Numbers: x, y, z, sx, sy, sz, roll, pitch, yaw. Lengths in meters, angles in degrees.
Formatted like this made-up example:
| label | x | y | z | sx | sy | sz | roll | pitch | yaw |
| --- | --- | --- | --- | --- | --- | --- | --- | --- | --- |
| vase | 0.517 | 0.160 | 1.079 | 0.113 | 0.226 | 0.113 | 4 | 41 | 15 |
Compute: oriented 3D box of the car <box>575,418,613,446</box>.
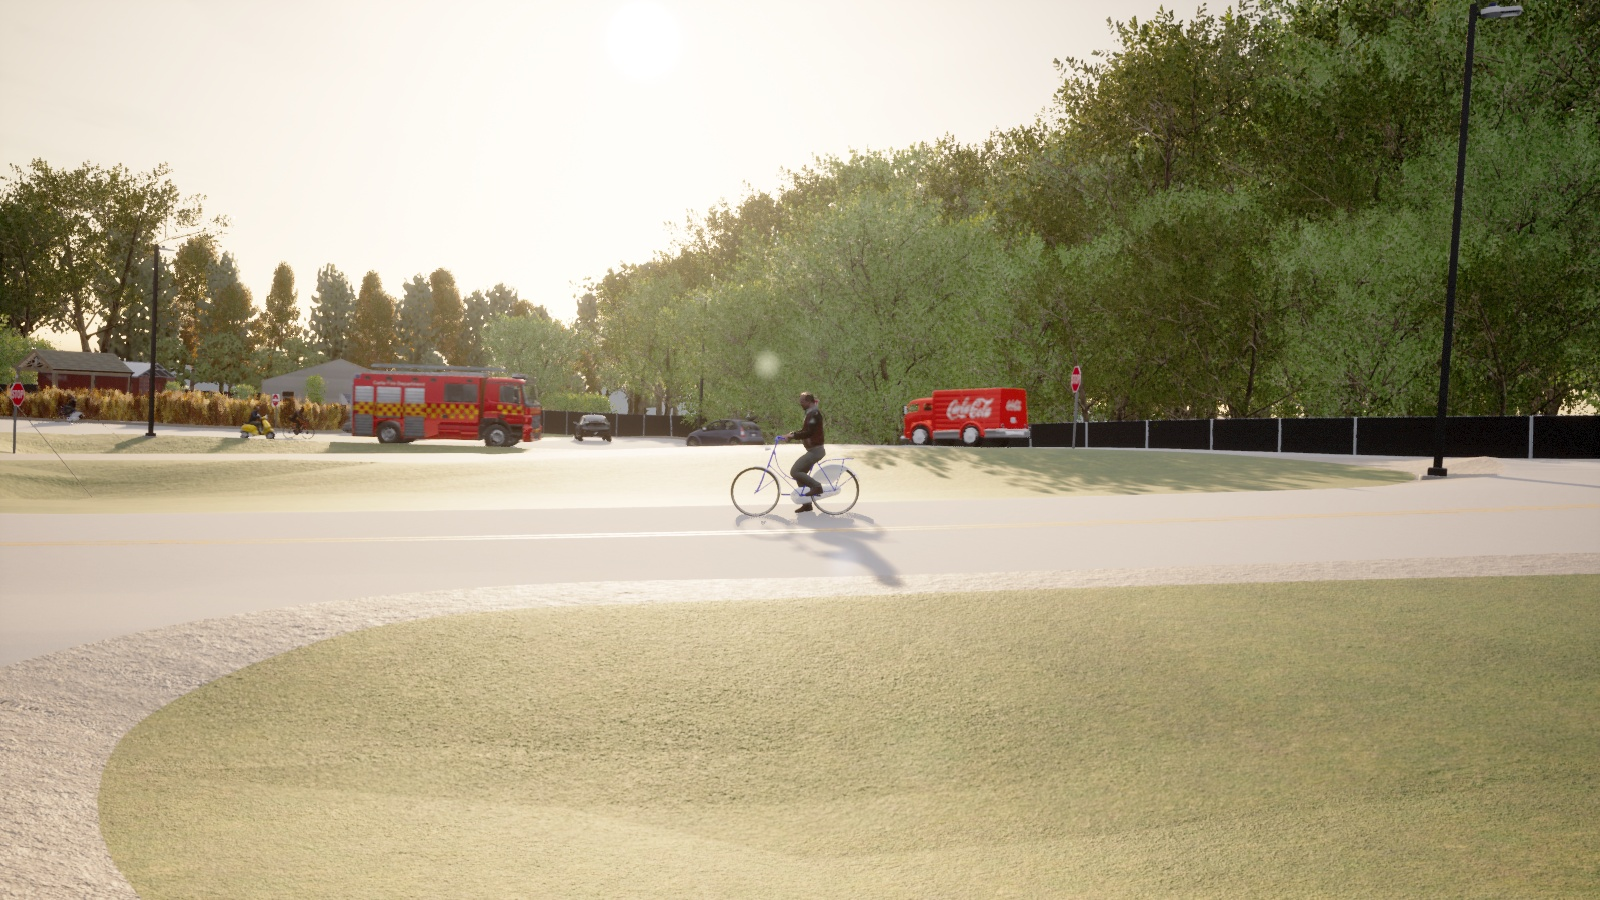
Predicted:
| label | x | y | z | sx | sy | sz | roll | pitch | yaw |
| --- | --- | --- | --- | --- | --- | --- | --- | --- | --- |
| car | -11.961 | -1.054 | 72.631 | 1.837 | 1.490 | 4.892 | -1 | 2 | -13 |

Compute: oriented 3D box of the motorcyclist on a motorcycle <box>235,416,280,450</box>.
| label | x | y | z | sx | sy | sz | roll | pitch | yaw |
| --- | --- | --- | --- | --- | --- | --- | --- | --- | --- |
| motorcyclist on a motorcycle | -25.897 | -0.807 | 59.956 | 1.817 | 1.590 | 0.866 | 1 | 2 | 8 |

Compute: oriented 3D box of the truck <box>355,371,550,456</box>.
| label | x | y | z | sx | sy | sz | roll | pitch | yaw |
| --- | --- | --- | --- | --- | --- | --- | --- | --- | --- |
| truck | -16.459 | -1.773 | 59.898 | 8.468 | 3.827 | 2.891 | 1 | 3 | 0 |

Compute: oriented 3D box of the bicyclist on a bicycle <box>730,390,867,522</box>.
| label | x | y | z | sx | sy | sz | roll | pitch | yaw |
| --- | --- | --- | --- | --- | --- | --- | --- | --- | --- |
| bicyclist on a bicycle | -0.029 | 0.070 | 17.746 | 1.843 | 1.776 | 0.659 | -2 | 3 | -5 |

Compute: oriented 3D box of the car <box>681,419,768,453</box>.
| label | x | y | z | sx | sy | sz | roll | pitch | yaw |
| --- | --- | --- | --- | --- | --- | --- | --- | --- | --- |
| car | -3.716 | -0.669 | 61.534 | 3.988 | 1.617 | 1.851 | 0 | 1 | 38 |

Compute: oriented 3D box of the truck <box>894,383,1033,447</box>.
| label | x | y | z | sx | sy | sz | roll | pitch | yaw |
| --- | --- | --- | --- | --- | --- | --- | --- | --- | --- |
| truck | 6.969 | -1.443 | 53.767 | 5.204 | 2.467 | 2.627 | -2 | 0 | 40 |
